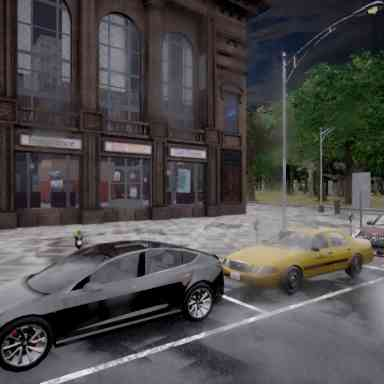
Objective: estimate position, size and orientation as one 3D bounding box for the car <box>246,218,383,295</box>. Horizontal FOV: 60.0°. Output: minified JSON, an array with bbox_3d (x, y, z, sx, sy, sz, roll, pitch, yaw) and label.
[{"bbox_3d":[2.911,1.525,8.730,4.829,1.417,1.752,0,0,-36],"label":"car"}]

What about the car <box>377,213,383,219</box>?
[{"bbox_3d":[7.475,1.441,11.988,4.097,1.590,1.967,0,0,-36],"label":"car"}]

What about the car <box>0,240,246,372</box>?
[{"bbox_3d":[-1.376,1.566,5.668,4.313,1.339,1.947,0,0,-36],"label":"car"}]
